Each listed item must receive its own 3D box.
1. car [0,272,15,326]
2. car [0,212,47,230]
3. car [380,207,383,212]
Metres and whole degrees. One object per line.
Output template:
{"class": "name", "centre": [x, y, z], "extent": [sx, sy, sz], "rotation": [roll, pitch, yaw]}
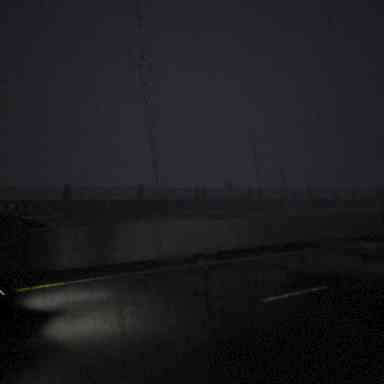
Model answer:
{"class": "car", "centre": [-4.966, 1.499, 4.360], "extent": [4.674, 1.442, 1.812], "rotation": [0, 0, -36]}
{"class": "car", "centre": [-7.515, 1.458, 11.353], "extent": [4.892, 1.490, 1.837], "rotation": [0, 0, -34]}
{"class": "car", "centre": [20.470, 1.589, 32.183], "extent": [4.181, 1.385, 1.994], "rotation": [0, 0, -16]}
